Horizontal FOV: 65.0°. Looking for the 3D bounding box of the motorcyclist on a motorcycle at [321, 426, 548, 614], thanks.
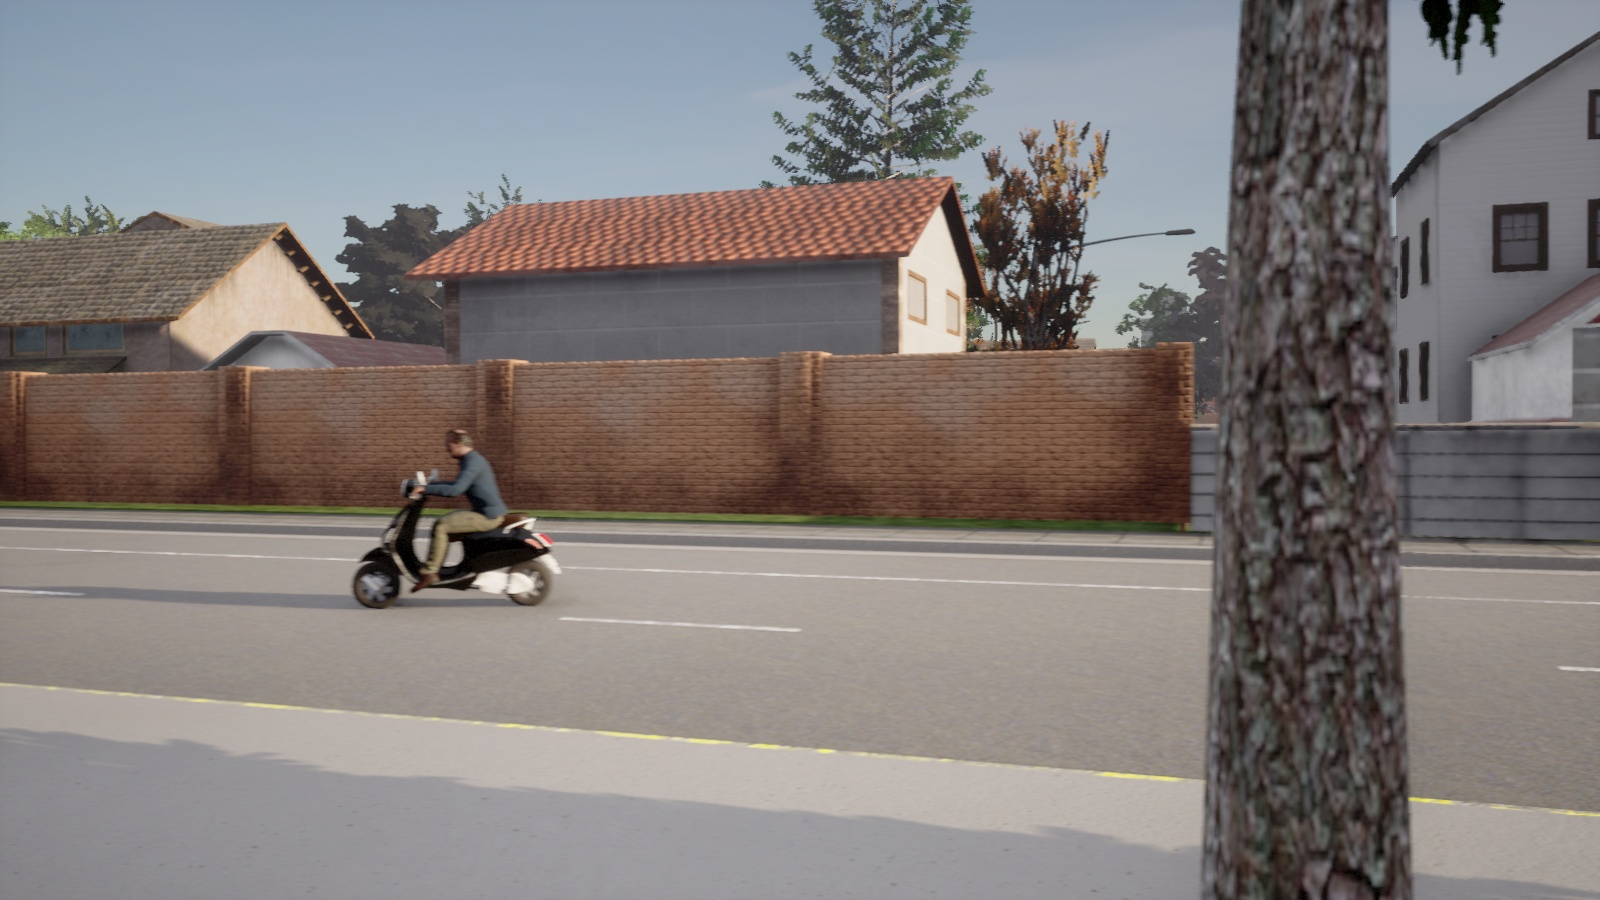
[{"bbox_3d":[-3.200,0.590,11.165,1.817,1.590,0.866,0,1,-7],"label":"motorcyclist on a motorcycle"}]
